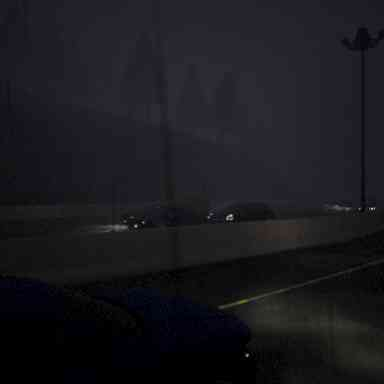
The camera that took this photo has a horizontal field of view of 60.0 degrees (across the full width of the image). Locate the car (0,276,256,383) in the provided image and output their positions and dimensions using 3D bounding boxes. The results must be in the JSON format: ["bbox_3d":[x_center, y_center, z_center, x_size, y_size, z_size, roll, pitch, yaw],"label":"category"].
[{"bbox_3d":[-1.645,1.483,2.671,5.008,1.535,1.882,0,0,-36],"label":"car"}]

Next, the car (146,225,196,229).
[{"bbox_3d":[-1.215,1.592,20.895,5.357,1.411,2.033,0,0,-40],"label":"car"}]

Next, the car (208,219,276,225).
[{"bbox_3d":[2.968,1.396,19.895,4.553,1.767,2.097,0,0,-41],"label":"car"}]
